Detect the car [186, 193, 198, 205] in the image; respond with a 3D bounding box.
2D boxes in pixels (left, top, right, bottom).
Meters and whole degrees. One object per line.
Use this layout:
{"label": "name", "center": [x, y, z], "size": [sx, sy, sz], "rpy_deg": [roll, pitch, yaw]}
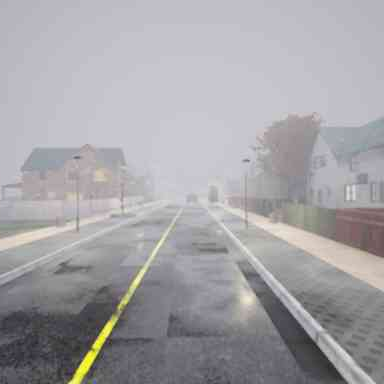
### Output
{"label": "car", "center": [0.001, 1.272, 62.402], "size": [2.150, 2.045, 5.566], "rpy_deg": [0, 0, 0]}
